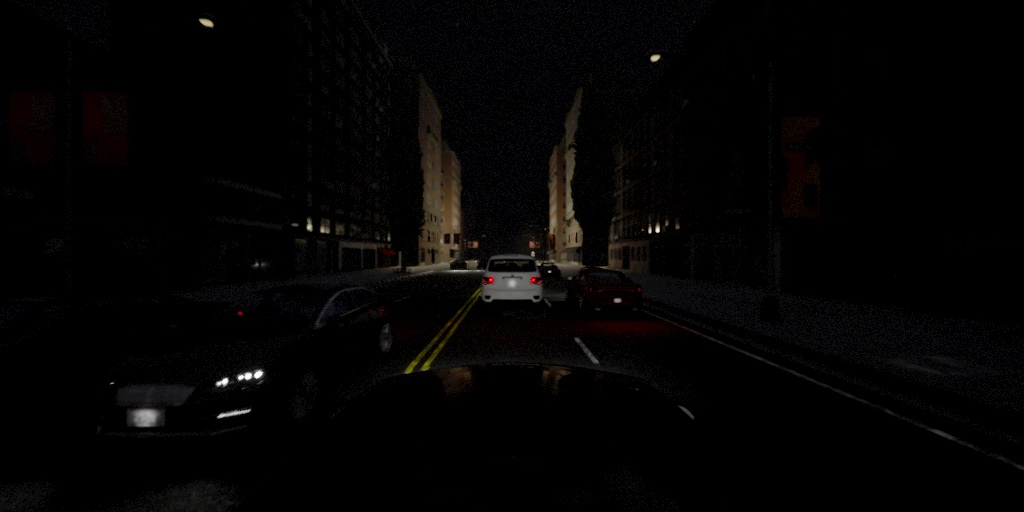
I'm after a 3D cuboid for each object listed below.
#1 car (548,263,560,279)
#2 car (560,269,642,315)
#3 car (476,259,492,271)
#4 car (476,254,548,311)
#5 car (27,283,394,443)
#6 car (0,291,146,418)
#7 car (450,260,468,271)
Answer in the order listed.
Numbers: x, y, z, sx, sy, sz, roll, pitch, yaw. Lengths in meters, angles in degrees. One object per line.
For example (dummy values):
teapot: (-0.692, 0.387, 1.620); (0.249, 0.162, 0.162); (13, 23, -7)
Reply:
car: (3.096, 1.256, 31.636); (1.994, 1.385, 4.181); (0, 0, 0)
car: (3.242, 1.211, 13.543); (1.882, 1.535, 5.008); (0, 0, 0)
car: (-3.716, 1.142, 48.608); (1.837, 1.490, 4.892); (0, 0, 0)
car: (-0.013, 0.945, 14.339); (2.150, 2.045, 5.566); (0, 0, 0)
car: (-3.394, 1.225, 5.758); (2.128, 1.511, 4.902); (0, 0, 0)
car: (-6.644, 1.273, 5.403); (2.033, 1.411, 5.357); (0, 0, 0)
car: (-6.959, 1.193, 47.523); (1.994, 1.385, 4.181); (0, 0, 0)
